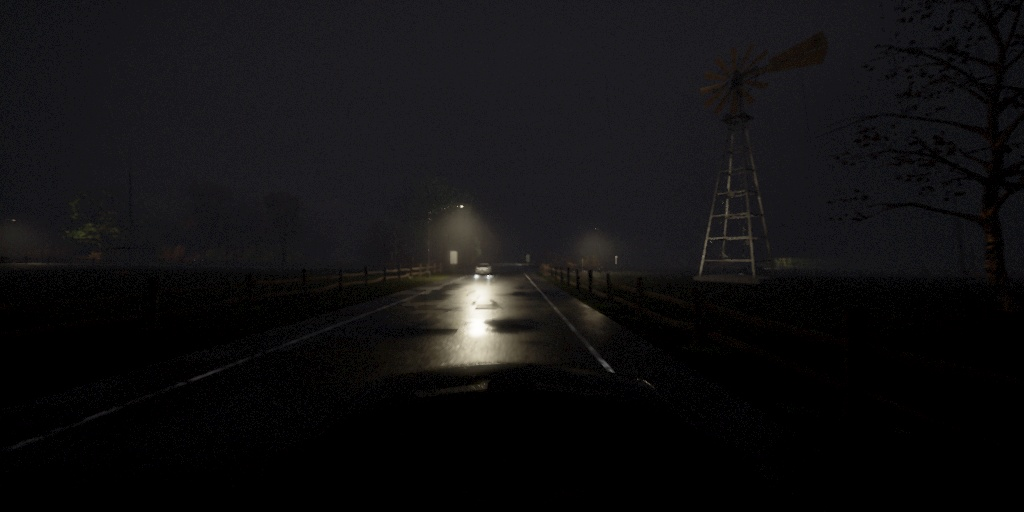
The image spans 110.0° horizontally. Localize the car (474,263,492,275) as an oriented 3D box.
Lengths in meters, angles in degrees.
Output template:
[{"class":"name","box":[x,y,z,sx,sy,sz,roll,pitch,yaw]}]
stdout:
[{"class":"car","box":[-3.551,1.671,45.312,1.812,1.442,4.674,0,-1,1]}]
